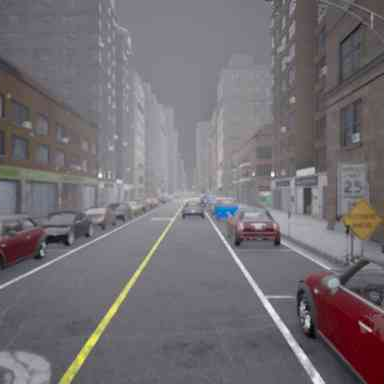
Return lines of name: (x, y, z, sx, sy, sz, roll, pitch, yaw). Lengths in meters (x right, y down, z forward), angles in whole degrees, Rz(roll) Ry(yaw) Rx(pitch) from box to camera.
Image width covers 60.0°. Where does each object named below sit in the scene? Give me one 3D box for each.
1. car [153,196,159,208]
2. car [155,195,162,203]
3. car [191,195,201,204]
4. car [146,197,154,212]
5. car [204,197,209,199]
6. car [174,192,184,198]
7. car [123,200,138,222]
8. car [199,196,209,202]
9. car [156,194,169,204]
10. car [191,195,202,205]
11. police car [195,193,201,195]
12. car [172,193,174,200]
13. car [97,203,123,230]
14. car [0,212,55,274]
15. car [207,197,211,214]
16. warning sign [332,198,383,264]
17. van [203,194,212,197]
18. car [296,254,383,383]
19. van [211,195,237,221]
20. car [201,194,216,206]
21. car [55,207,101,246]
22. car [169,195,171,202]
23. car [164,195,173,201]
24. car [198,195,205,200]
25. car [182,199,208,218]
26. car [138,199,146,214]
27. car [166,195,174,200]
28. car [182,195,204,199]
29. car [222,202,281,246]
car: (-5.873, 1.525, 43.597, 1.887, 1.381, 4.507, 0, 0, 0)
car: (-5.876, 1.502, 49.096, 1.752, 1.417, 4.829, 0, 0, 0)
car: (0.761, 1.468, 65.919, 1.837, 1.490, 4.892, 0, 0, 0)
car: (-5.871, 1.551, 37.929, 1.947, 1.339, 4.313, 0, 0, 0)
car: (2.654, 1.536, 37.940, 2.008, 1.369, 4.403, 0, 0, 0)
car: (-3.029, 1.064, 79.285, 1.837, 1.490, 4.892, 0, 0, 0)
car: (-5.868, 1.557, 26.593, 1.947, 1.339, 4.313, 0, 0, 0)
car: (2.642, 1.509, 71.955, 2.008, 1.369, 4.403, 0, 0, 0)
car: (-5.880, 1.282, 60.602, 2.192, 1.841, 5.009, 0, 0, 0)
car: (0.765, 1.424, 60.109, 1.801, 1.575, 5.366, 0, 0, 0)
police car: (0.779, 1.401, 50.014, 1.930, 1.638, 5.238, 0, 0, -1)
car: (-5.886, 1.477, 77.437, 1.752, 1.417, 4.829, 0, 0, 0)
car: (-5.865, 1.576, 20.925, 1.802, 1.307, 4.206, 0, 0, 0)
car: (-5.861, 1.438, 9.588, 1.967, 1.590, 4.097, 0, 0, 0)
car: (2.656, 1.514, 32.440, 1.752, 1.417, 4.829, 0, 0, 0)
warning sign: (5.066, 1.113, 9.920, 1.300, 1.860, 1.060, 0, 0, 0)
van: (2.652, 1.322, 43.609, 1.690, 1.788, 3.998, 0, 0, 0)
car: (2.666, 1.439, 3.925, 1.967, 1.590, 4.097, 0, 0, 0)
van: (2.658, 1.333, 26.601, 1.690, 1.788, 3.998, 0, 0, 0)
car: (2.648, 1.287, 54.948, 2.192, 1.841, 5.009, 0, 0, 0)
car: (-5.863, 1.562, 15.256, 1.947, 1.339, 4.313, 0, 0, 0)
car: (-5.882, 1.514, 66.270, 2.008, 1.369, 4.403, 0, 0, 0)
car: (-5.888, 1.468, 83.107, 1.752, 1.417, 4.829, 0, 0, 0)
car: (2.636, 1.457, 89.135, 1.752, 1.417, 4.829, 0, 0, 0)
car: (0.090, 1.554, 29.661, 1.994, 1.385, 4.181, 0, 0, 0)
car: (-5.869, 1.514, 32.091, 1.752, 1.417, 4.829, 0, 0, 0)
car: (-5.890, 1.482, 88.944, 2.008, 1.369, 4.403, 0, 0, 0)
car: (0.086, 1.461, 40.037, 1.882, 1.535, 5.008, 0, 0, 0)
car: (2.662, 1.436, 15.263, 1.967, 1.590, 4.097, 0, 0, 0)
